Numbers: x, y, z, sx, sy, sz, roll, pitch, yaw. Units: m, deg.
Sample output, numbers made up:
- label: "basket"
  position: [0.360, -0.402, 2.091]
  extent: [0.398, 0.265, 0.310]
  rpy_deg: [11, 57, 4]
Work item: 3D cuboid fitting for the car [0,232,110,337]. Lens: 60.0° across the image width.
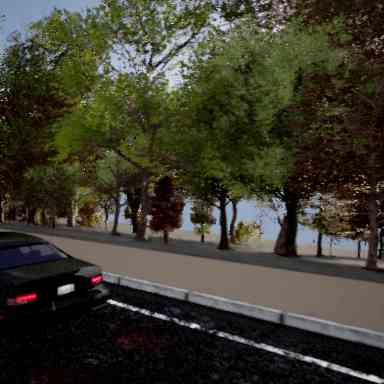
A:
- label: "car"
  position: [-3.961, 1.514, 6.509]
  extent: [5.357, 1.411, 2.033]
  rpy_deg: [0, 0, 35]
